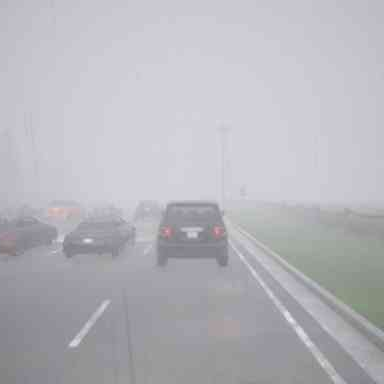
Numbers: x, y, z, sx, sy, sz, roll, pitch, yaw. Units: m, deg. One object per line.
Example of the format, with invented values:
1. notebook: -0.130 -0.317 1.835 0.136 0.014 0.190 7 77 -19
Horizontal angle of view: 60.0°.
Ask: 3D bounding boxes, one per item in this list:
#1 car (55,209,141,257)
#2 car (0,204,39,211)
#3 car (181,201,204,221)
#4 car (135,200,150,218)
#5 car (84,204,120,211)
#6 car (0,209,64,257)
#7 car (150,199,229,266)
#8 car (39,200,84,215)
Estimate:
1. car: -3.455 1.599 13.125 1.994 1.385 4.181 0 0 1
2. car: -13.965 1.672 27.285 1.895 1.301 4.718 0 0 1
3. car: 0.047 1.599 28.588 1.812 1.442 4.674 0 0 1
4. car: -3.458 1.424 27.808 2.097 1.767 4.553 0 0 1
5. car: -6.965 1.672 27.294 1.895 1.301 4.718 0 0 1
6. car: -6.955 1.599 13.059 1.994 1.385 4.181 0 0 1
7. car: 0.031 1.254 11.766 2.150 2.045 5.566 0 0 1
8. car: -10.458 1.423 27.806 2.097 1.767 4.553 0 0 1
